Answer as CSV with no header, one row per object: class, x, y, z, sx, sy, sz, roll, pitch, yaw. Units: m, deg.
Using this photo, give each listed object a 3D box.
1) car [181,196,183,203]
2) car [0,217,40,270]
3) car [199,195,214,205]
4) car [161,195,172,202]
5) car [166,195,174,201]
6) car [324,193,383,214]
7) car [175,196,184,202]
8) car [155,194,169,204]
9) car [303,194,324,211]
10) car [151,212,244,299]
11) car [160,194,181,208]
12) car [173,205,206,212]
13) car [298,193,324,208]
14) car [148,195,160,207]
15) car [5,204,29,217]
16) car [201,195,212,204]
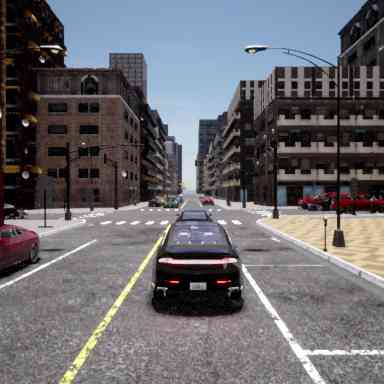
car,-3.024,1.619,58.136,1.895,1.301,4.718,0,0,0
car,-5.732,1.582,9.232,1.802,1.307,4.206,0,0,0
car,2.744,1.458,56.932,1.967,1.590,4.097,0,0,0
car,-5.620,1.470,73.985,1.967,1.590,4.097,0,0,0
car,-5.609,1.480,85.351,1.967,1.590,4.097,0,0,0
car,14.722,1.029,29.173,5.009,1.841,2.192,-1,1,0
car,-2.924,1.571,79.072,2.033,1.411,5.357,0,0,0
car,-5.631,1.336,62.620,2.192,1.841,5.009,0,0,0
car,14.600,1.230,34.981,4.674,1.442,1.812,-1,0,0
car,0.111,1.491,8.439,2.128,1.511,4.902,0,0,0
car,-3.019,1.365,48.203,2.097,1.767,4.553,0,0,0
car,0.116,1.564,17.054,1.994,1.385,4.181,0,0,0
car,14.595,1.015,37.552,5.009,1.841,2.192,-1,1,0
car,-5.641,1.580,51.255,1.947,1.339,4.313,0,0,0
car,-18.140,1.806,31.524,4.902,1.511,2.128,-1,0,0
car,2.750,1.461,62.614,1.967,1.590,4.097,0,0,0
